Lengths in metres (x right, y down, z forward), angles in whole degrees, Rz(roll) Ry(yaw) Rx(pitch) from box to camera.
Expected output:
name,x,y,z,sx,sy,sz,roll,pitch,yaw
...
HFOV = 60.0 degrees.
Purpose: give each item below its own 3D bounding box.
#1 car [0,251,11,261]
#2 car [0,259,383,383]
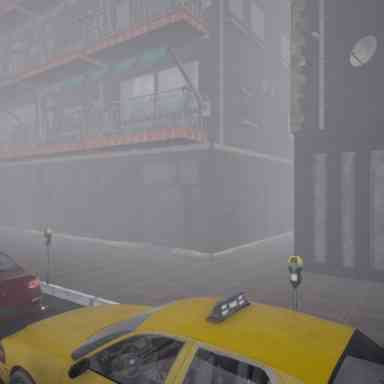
name,x,y,z,sx,sy,sz,roll,pitch,yaw
car,-4.353,1.582,5.997,4.206,1.307,1.802,0,0,36
car,0.086,1.525,2.816,4.829,1.417,1.752,0,0,36
